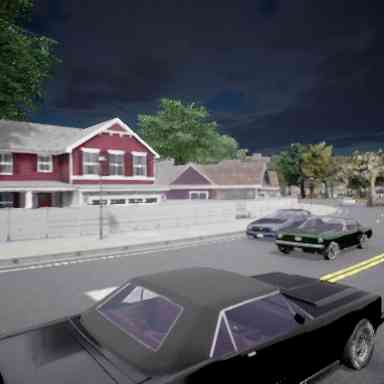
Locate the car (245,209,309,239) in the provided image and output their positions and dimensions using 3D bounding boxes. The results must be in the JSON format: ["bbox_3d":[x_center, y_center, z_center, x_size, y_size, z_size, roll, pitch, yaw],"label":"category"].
[{"bbox_3d":[4.923,1.572,16.968,2.033,1.411,5.357,-1,0,44],"label":"car"}]

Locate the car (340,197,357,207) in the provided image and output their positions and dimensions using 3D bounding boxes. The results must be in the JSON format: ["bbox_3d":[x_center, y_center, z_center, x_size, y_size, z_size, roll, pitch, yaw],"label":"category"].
[{"bbox_3d":[24.541,1.560,52.348,1.812,1.442,4.674,-1,0,15],"label":"car"}]

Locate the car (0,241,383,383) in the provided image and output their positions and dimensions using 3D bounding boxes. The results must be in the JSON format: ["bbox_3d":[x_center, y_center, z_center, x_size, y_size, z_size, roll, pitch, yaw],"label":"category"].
[{"bbox_3d":[0.393,1.609,3.956,4.718,1.301,1.895,0,0,-38],"label":"car"}]

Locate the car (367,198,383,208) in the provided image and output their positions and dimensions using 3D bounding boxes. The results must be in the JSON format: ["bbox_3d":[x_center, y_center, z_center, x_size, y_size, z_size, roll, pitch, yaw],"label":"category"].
[{"bbox_3d":[26.836,1.546,48.460,1.994,1.385,4.181,-1,0,18],"label":"car"}]

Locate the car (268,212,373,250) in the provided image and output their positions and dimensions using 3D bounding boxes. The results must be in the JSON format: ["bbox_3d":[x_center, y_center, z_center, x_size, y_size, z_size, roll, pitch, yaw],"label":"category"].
[{"bbox_3d":[5.096,1.608,12.591,4.718,1.301,1.895,0,0,-45],"label":"car"}]
